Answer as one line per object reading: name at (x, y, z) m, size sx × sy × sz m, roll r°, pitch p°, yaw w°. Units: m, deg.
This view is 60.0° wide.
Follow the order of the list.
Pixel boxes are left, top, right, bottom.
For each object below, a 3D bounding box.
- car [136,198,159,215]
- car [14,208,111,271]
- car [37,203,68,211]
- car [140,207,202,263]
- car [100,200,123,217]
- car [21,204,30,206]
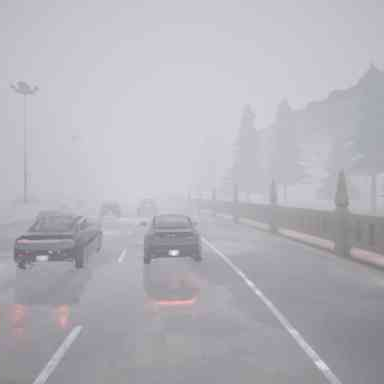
car at (-4.608, 1.398, 34.289) m, size 2.097 × 1.767 × 4.553 m, roll 0°, pitch 0°, yaw -11°
car at (-4.211, 1.524, 11.156) m, size 2.128 × 1.511 × 4.902 m, roll 0°, pitch 0°, yaw -6°
car at (-9.751, 1.598, 23.829) m, size 1.812 × 1.442 × 4.674 m, roll 0°, pitch 0°, yaw -10°
car at (-0.799, 1.517, 12.103) m, size 1.837 × 1.490 × 4.892 m, roll 0°, pitch 0°, yaw -7°
car at (-7.675, 1.569, 31.714) m, size 1.837 × 1.490 × 4.892 m, roll 0°, pitch 0°, yaw -11°
car at (-20.794, 1.751, 43.538) m, size 1.895 × 1.301 × 4.718 m, roll 0°, pitch 0°, yaw -10°
